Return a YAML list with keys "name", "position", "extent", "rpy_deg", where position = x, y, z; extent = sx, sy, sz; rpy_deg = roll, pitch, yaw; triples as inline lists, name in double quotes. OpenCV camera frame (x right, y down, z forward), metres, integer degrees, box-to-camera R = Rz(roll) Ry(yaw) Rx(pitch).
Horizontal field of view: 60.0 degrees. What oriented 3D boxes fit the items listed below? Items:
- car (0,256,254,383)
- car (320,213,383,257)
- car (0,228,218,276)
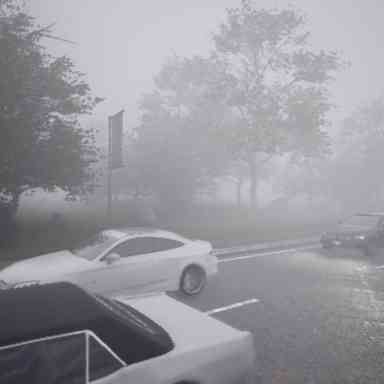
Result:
- name: "car"
  position: [-1.784, 1.605, 2.715]
  extent: [4.718, 1.301, 1.895]
  rpy_deg: [0, 0, -35]
- name: "car"
  position: [7.129, 1.580, 13.370]
  extent: [4.674, 1.442, 1.812]
  rpy_deg: [0, 0, -35]
- name: "car"
  position: [-1.527, 1.543, 7.201]
  extent: [4.674, 1.442, 1.812]
  rpy_deg: [0, 0, -36]
